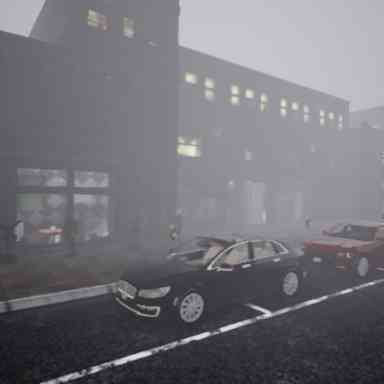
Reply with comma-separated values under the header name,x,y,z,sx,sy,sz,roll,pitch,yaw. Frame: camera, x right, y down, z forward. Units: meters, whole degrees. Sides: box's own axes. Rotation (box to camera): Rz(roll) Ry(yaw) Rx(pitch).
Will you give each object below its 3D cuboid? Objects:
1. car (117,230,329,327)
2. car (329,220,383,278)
name,x,y,z,sx,sy,sz,roll,pitch,yaw
car,0.621,1.568,6.988,4.403,1.369,2.008,0,1,-35
car,5.215,1.584,10.266,4.507,1.381,1.887,0,1,-35
